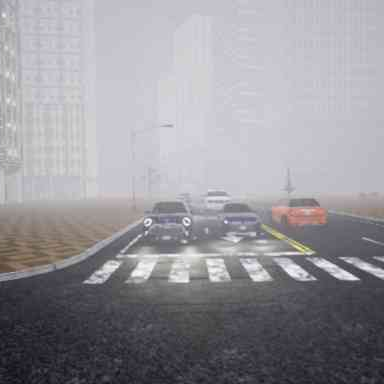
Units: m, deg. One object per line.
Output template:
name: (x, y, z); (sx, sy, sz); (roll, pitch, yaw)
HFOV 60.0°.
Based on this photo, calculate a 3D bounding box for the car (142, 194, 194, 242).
car: (-1.001, 1.186, 15.368); (2.097, 1.767, 4.553); (-1, 1, 0)

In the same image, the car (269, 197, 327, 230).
car: (5.710, 1.034, 18.525); (2.097, 1.767, 4.553); (-1, 1, 0)

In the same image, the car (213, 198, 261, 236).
car: (2.259, 1.285, 17.019); (1.812, 1.442, 4.674); (-1, 1, 0)

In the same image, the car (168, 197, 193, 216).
car: (-0.955, 1.216, 29.334); (1.994, 1.385, 4.181); (-1, 1, 0)

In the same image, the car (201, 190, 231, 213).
car: (2.298, 0.798, 31.116); (2.150, 2.045, 5.566); (-1, 0, -1)

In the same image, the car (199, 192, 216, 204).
car: (2.220, 0.846, 47.803); (2.128, 1.511, 4.902); (-1, 1, -1)
